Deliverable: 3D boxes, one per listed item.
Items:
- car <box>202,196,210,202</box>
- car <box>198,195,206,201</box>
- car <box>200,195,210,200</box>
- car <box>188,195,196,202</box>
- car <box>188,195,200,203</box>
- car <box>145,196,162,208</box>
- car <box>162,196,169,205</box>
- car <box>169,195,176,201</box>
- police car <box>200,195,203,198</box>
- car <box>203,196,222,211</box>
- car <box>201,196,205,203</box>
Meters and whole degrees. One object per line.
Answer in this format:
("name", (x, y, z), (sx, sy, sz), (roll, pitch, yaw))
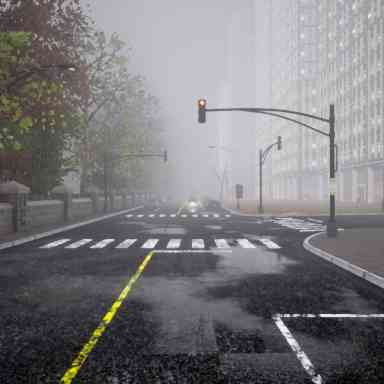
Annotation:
("car", (3.191, 1.589, 76.853), (1.812, 1.442, 4.674), (0, 0, 0))
("car", (2.742, 1.641, 92.232), (2.008, 1.369, 4.403), (0, 0, 0))
("car", (2.720, 1.597, 52.807), (1.947, 1.339, 4.313), (0, 0, 0))
("car", (0.043, 1.569, 80.081), (1.837, 1.490, 4.892), (0, 0, 0))
("car", (0.084, 1.565, 71.064), (2.128, 1.511, 4.902), (0, 0, 0))
("car", (-5.664, 1.607, 47.179), (1.802, 1.307, 4.206), (0, 0, 0))
("car", (-5.657, 1.477, 58.444), (1.967, 1.590, 4.097), (0, 0, 0))
("car", (-5.642, 1.625, 86.605), (1.887, 1.381, 4.507), (0, 0, 0))
("police car", (3.173, 1.477, 69.963), (1.930, 1.638, 5.238), (0, 0, 0))
("car", (2.713, 1.586, 41.541), (1.947, 1.339, 4.313), (0, 0, 0))
("car", (2.717, 1.591, 47.174), (1.947, 1.339, 4.313), (0, 0, 0))
